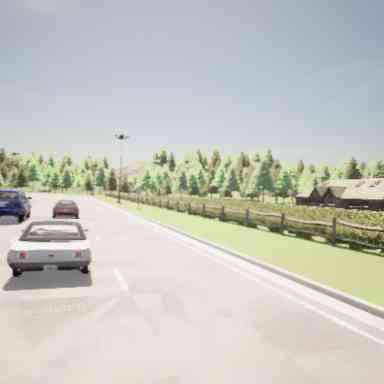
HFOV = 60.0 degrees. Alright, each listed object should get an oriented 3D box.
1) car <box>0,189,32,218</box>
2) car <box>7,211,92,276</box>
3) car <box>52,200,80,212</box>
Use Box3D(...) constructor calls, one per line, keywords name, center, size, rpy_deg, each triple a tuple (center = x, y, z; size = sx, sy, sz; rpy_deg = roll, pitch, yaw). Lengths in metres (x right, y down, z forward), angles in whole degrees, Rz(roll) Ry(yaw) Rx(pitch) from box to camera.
Box3D(name="car", center=(-12.225, 0.849, 22.385), size=(2.150, 2.045, 5.566), rpy_deg=(2, 0, -20))
Box3D(name="car", center=(-4.071, 1.491, 9.957), size=(1.895, 1.301, 4.718), rpy_deg=(2, 0, -20))
Box3D(name="car", center=(-10.129, 1.303, 26.854), size=(1.994, 1.385, 4.181), rpy_deg=(2, 0, -20))
